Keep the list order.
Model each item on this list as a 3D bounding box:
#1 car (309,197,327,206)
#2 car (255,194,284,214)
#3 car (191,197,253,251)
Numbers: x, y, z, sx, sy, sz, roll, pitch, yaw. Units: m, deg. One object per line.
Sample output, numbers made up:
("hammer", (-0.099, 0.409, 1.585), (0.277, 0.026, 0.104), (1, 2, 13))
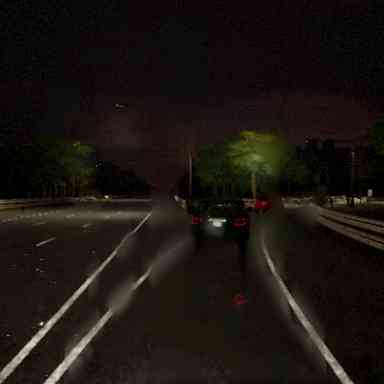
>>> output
("car", (20.947, 1.639, 55.128), (1.837, 1.490, 4.892), (0, -1, 39))
("car", (8.420, 1.273, 36.051), (2.150, 2.045, 5.566), (0, 0, 26))
("car", (1.389, 1.235, 14.404), (2.150, 2.045, 5.566), (0, 0, 11))
